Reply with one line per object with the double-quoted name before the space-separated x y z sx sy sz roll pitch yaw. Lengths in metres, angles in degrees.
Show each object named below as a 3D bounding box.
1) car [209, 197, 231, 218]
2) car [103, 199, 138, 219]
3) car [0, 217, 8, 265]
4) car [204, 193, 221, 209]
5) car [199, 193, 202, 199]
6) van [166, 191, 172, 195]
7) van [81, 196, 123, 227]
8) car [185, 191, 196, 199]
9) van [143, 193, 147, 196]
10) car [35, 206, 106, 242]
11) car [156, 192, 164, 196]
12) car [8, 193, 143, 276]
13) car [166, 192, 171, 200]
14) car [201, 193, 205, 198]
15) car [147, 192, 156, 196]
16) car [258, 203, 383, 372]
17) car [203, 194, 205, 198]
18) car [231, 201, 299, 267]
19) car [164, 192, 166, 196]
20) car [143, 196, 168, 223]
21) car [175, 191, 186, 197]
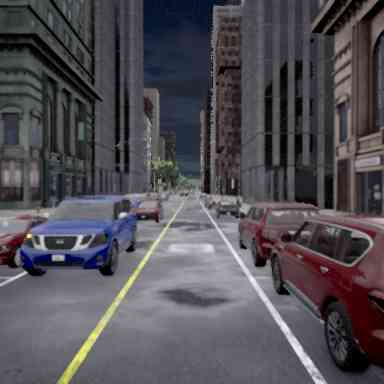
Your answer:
"car" 2.762 1.359 27.304 2.008 1.369 4.403 0 0 0
"car" -5.763 1.352 27.297 1.887 1.381 4.507 0 0 0
"car" -5.763 1.464 10.973 1.887 1.381 4.507 0 0 0
"car" 2.762 1.174 38.184 1.967 1.590 4.097 0 0 0
"car" 2.759 0.932 81.708 1.967 1.590 4.097 0 0 0
"van" -5.766 0.883 70.823 1.690 1.788 3.998 0 0 0
"van" -5.763 1.185 21.855 1.690 1.788 3.998 0 0 0
"car" -0.003 1.013 79.903 1.895 1.301 4.718 0 0 0
"van" -5.763 1.111 32.737 1.690 1.788 3.998 0 0 0
"car" -5.763 1.447 16.414 1.947 1.339 4.313 0 0 0
"car" -5.763 0.973 49.060 2.192 1.841 5.009 0 0 0
"car" -3.096 1.145 10.430 2.150 2.045 5.566 0 0 0
"car" -5.766 1.150 65.383 1.802 1.307 4.206 0 0 0
"car" 2.761 1.204 49.066 1.887 1.381 4.507 0 0 0
"car" -5.763 1.047 38.178 2.192 1.841 5.009 0 0 0
"car" 2.763 1.274 5.540 2.192 1.841 5.009 0 0 0
"car" 2.762 1.278 43.626 1.802 1.307 4.206 0 0 0
"car" 2.763 1.236 10.981 2.192 1.841 5.009 0 0 0
"car" -5.764 1.064 54.502 1.967 1.590 4.097 0 0 0
"car" -3.086 1.309 23.800 1.882 1.535 5.008 0 0 1
"car" -2.129 0.719 94.481 1.837 1.490 4.892 0 1 -36
